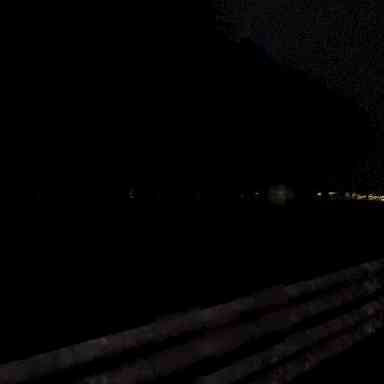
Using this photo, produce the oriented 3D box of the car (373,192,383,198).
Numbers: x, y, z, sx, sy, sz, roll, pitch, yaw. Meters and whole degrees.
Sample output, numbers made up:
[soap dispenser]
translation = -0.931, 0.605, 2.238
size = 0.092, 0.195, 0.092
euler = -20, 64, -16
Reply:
[car]
translation = 37.896, 0.799, 68.064
size = 2.128, 1.511, 4.902
euler = 0, 1, 16
